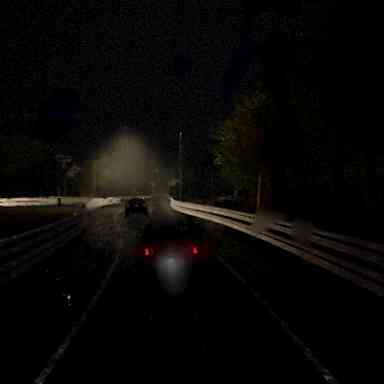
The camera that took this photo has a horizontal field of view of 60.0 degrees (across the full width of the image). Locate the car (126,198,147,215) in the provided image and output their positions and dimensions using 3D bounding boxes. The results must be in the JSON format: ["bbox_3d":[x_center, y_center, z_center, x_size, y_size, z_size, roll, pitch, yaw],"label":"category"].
[{"bbox_3d":[-5.709,1.381,34.106,2.097,1.767,4.553,0,0,-10],"label":"car"}]

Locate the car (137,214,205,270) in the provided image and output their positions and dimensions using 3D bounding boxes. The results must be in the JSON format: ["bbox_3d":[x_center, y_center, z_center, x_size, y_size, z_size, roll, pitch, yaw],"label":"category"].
[{"bbox_3d":[-0.857,1.642,11.280,1.895,1.301,4.718,0,0,-7],"label":"car"}]
